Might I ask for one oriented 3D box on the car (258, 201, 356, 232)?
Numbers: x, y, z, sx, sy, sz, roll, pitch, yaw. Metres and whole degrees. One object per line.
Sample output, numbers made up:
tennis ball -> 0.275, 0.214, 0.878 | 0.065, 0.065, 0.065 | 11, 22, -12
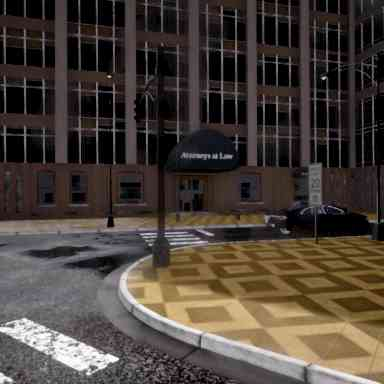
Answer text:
car -> 6.480, 1.314, 18.925 | 4.902, 1.511, 2.128 | 0, 0, -14

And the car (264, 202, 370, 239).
car -> 6.082, 1.309, 15.891 | 4.902, 1.511, 2.128 | 0, 0, -14
